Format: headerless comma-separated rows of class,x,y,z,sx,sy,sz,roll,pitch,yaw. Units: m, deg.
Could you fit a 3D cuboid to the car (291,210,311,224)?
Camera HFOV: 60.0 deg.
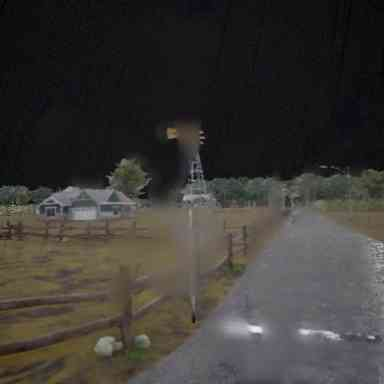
car,14.286,3.466,44.308,2.033,1.411,5.357,-3,-3,18
